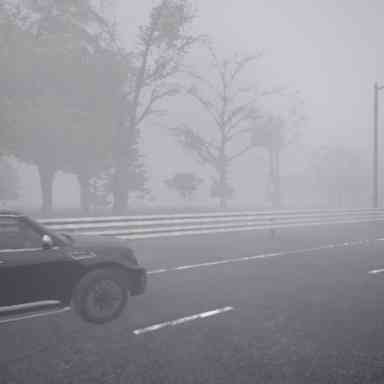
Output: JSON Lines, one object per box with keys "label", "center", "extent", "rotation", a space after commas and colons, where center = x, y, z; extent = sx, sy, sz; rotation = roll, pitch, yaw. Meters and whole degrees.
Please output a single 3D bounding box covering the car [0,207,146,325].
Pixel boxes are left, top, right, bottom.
{"label": "car", "center": [-3.535, 1.220, 5.509], "extent": [5.566, 2.045, 2.150], "rotation": [1, 0, -35]}
